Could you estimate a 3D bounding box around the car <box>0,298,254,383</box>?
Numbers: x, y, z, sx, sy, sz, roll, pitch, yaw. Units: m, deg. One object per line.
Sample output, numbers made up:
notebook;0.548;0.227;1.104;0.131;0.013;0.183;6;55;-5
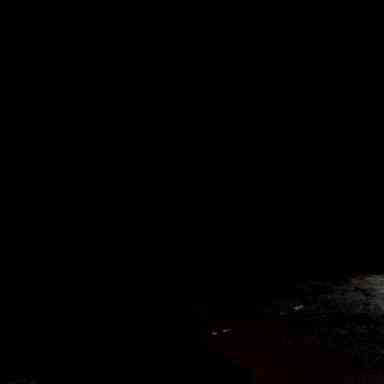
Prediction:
car;-1.913;1.586;2.055;4.718;1.301;1.895;1;0;-35
